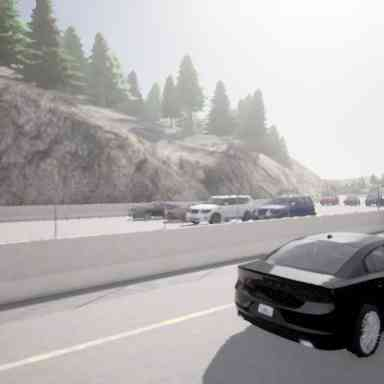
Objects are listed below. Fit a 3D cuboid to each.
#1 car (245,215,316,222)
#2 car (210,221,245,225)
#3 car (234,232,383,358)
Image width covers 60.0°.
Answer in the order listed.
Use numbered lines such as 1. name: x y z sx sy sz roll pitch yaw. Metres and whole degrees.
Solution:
1. car: 6.397 1.263 22.825 5.566 2.045 2.150 0 0 -42
2. car: 2.215 1.268 23.809 5.566 2.045 2.150 0 0 -41
3. car: 2.985 1.488 6.132 5.008 1.535 1.882 0 0 -38
